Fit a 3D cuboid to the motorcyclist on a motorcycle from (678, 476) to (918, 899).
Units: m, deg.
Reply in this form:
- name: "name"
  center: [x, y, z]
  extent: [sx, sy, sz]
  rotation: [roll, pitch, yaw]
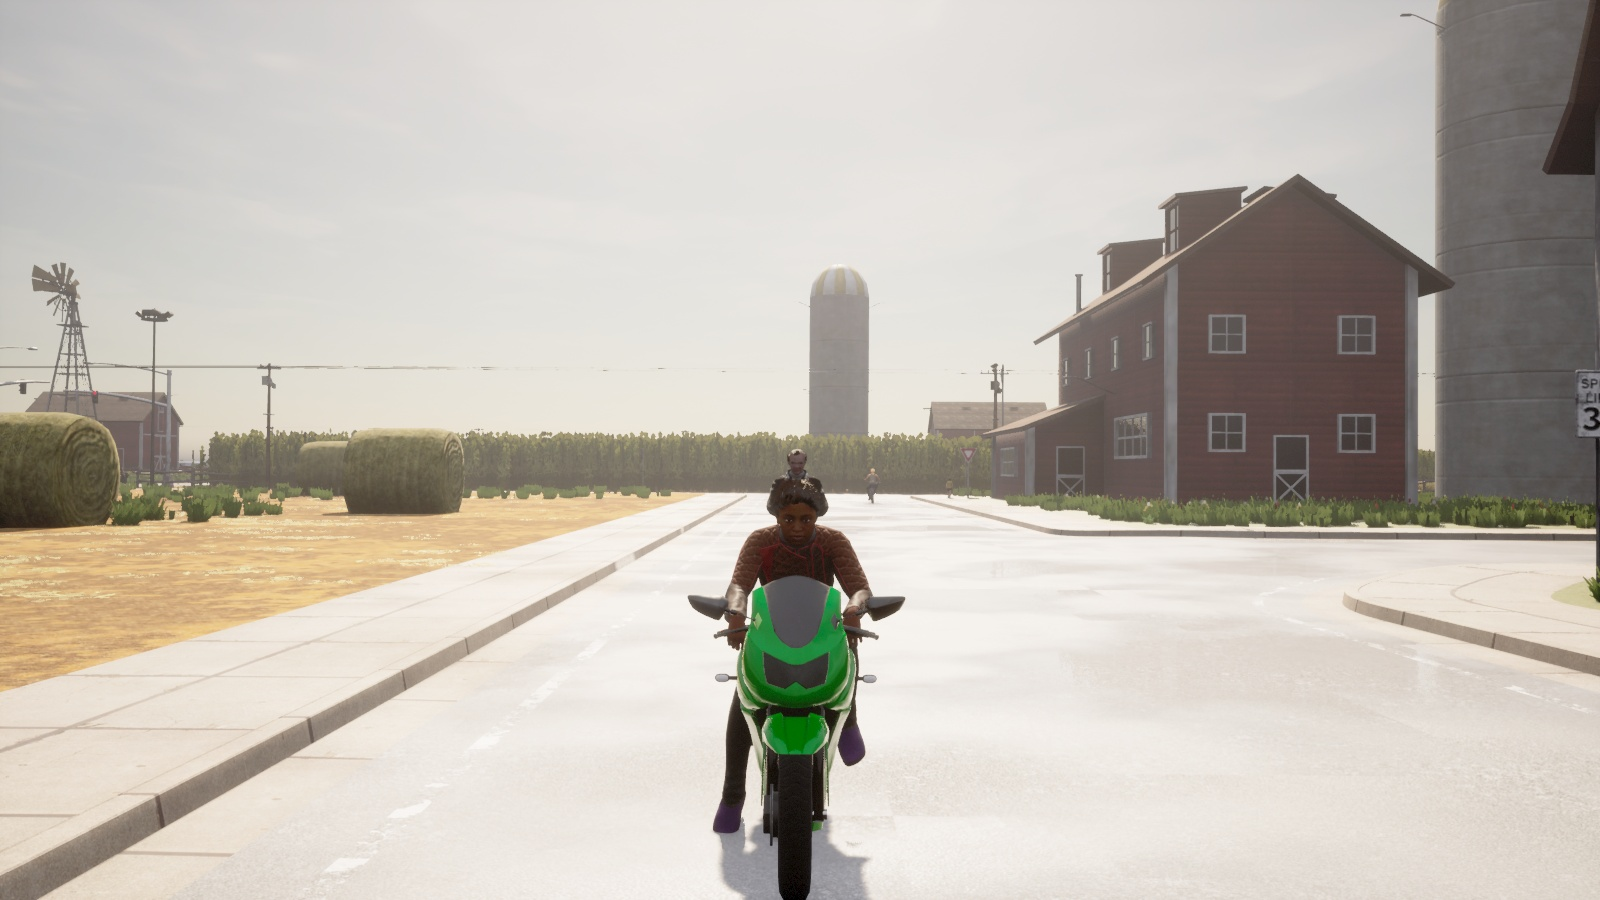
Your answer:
- name: "motorcyclist on a motorcycle"
  center: [-0.009, 0.878, 5.209]
  extent: [0.797, 1.523, 2.044]
  rotation: [0, -1, 0]
